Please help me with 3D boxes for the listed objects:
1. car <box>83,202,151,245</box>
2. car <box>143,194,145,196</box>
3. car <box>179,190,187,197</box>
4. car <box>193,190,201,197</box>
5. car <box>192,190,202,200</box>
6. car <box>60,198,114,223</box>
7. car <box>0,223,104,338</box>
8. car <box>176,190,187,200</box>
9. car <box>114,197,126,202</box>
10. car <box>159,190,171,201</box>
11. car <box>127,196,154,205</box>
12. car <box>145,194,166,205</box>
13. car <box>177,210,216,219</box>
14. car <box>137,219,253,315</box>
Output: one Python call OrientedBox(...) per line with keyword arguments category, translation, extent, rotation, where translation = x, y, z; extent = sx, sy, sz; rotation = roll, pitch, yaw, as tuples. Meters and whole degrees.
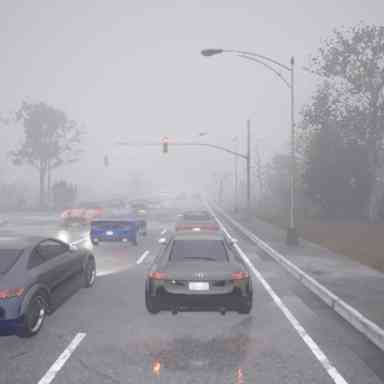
OrientedBox(category="car", translation=(-3.281, 1.474, 15.598), extent=(1.882, 1.535, 5.008), rotation=(0, 0, -1))
OrientedBox(category="car", translation=(-9.797, 1.462, 56.940), extent=(1.882, 1.535, 5.008), rotation=(0, 0, 1))
OrientedBox(category="car", translation=(-2.263, 0.273, 84.067), extent=(1.882, 1.535, 5.008), rotation=(0, 3, 1))
OrientedBox(category="car", translation=(1.237, 0.295, 84.010), extent=(1.837, 1.490, 4.892), rotation=(0, 3, 1))
OrientedBox(category="car", translation=(1.070, 0.831, 73.972), extent=(2.097, 1.767, 4.553), rotation=(0, 3, 1))
OrientedBox(category="car", translation=(-6.891, 1.346, 21.872), extent=(2.097, 1.767, 4.553), rotation=(0, 0, 1))
OrientedBox(category="car", translation=(-3.358, 1.562, 6.611), extent=(1.994, 1.385, 4.181), rotation=(0, 0, 0))
OrientedBox(category="car", translation=(-2.429, 1.026, 74.071), extent=(1.994, 1.385, 4.181), rotation=(0, 3, 1))
OrientedBox(category="car", translation=(-10.005, 1.493, 44.016), extent=(1.837, 1.490, 4.892), rotation=(0, 0, 4))
OrientedBox(category="car", translation=(-5.946, 0.762, 73.057), extent=(2.150, 2.045, 5.566), rotation=(0, 3, 1))
OrientedBox(category="car", translation=(-6.552, 1.536, 42.697), extent=(2.033, 1.411, 5.357), rotation=(0, 0, 1))
OrientedBox(category="car", translation=(-6.290, 1.531, 57.449), extent=(2.033, 1.411, 5.357), rotation=(0, 0, 1))
OrientedBox(category="car", translation=(0.230, 1.560, 16.037), extent=(1.994, 1.385, 4.181), rotation=(0, 0, 1))
OrientedBox(category="car", translation=(0.144, 1.562, 7.638), extent=(1.994, 1.385, 4.181), rotation=(0, 0, 1))
